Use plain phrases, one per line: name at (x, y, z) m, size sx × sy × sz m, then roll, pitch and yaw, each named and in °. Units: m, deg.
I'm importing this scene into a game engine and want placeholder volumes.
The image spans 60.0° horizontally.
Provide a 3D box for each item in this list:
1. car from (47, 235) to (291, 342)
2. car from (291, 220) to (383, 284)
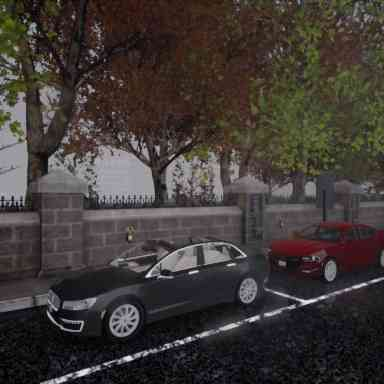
car at (-0.391, 1.551, 6.374) m, size 4.403 × 1.369 × 2.008 m, roll 0°, pitch 0°, yaw -36°
car at (4.089, 1.546, 9.634) m, size 4.507 × 1.381 × 1.887 m, roll 0°, pitch 0°, yaw -36°
